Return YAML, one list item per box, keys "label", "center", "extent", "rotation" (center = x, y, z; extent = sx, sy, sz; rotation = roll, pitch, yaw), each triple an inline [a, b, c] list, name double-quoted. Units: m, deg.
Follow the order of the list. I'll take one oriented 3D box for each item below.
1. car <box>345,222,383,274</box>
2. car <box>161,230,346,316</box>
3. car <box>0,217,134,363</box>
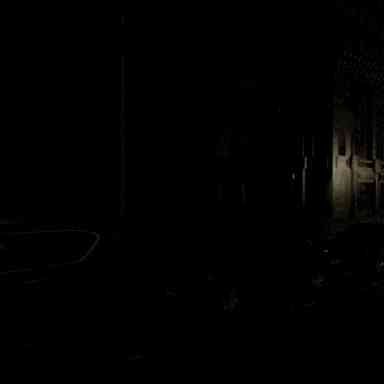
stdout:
- label: "car"
  center: [5.959, 1.681, 10.915]
  extent: [4.313, 1.339, 1.947]
  rotation: [1, -1, -36]
- label: "car"
  center: [1.373, 1.622, 7.638]
  extent: [4.313, 1.339, 1.947]
  rotation: [1, -1, -36]
- label: "car"
  center: [-3.211, 1.314, 4.363]
  extent: [5.009, 1.841, 2.192]
  rotation: [1, -1, -36]
